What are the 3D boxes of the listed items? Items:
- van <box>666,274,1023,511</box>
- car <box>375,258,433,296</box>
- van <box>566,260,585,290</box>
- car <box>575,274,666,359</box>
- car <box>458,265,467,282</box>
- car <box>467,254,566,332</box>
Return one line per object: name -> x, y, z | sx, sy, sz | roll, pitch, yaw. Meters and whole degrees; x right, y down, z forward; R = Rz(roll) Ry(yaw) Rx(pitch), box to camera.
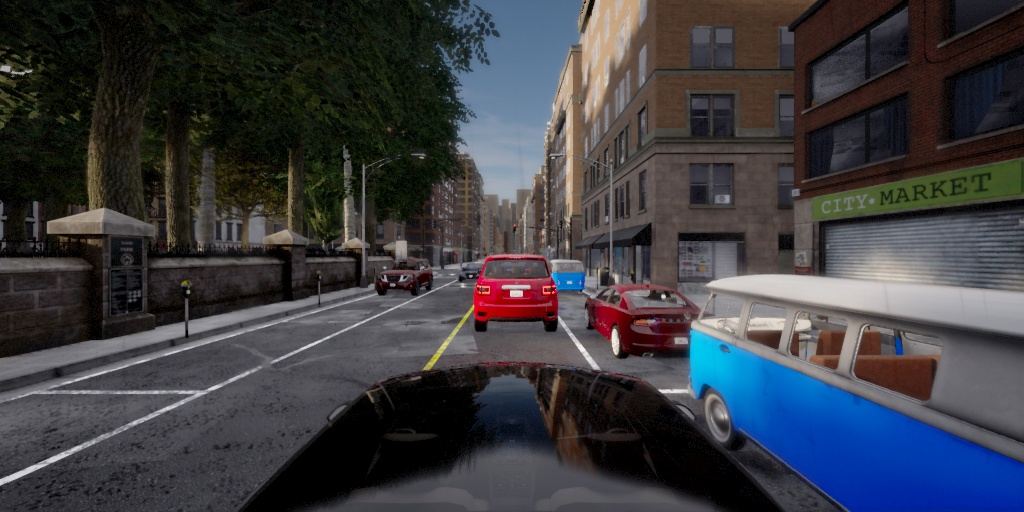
van -> 2.856, 1.091, 2.616 | 1.690, 1.789, 3.998 | 0, 0, 0
car -> -5.671, 1.059, 19.557 | 2.192, 1.841, 5.009 | 0, 0, 0
van -> 2.854, 1.085, 19.598 | 1.690, 1.789, 3.998 | 0, 0, 0
car -> 2.855, 1.294, 8.277 | 1.888, 1.381, 4.507 | 0, 0, 0
car -> -3.019, 1.303, 28.294 | 1.994, 1.385, 4.181 | 0, 0, 1
car -> 0.096, 0.970, 11.036 | 2.150, 2.045, 5.566 | 0, 0, 0
